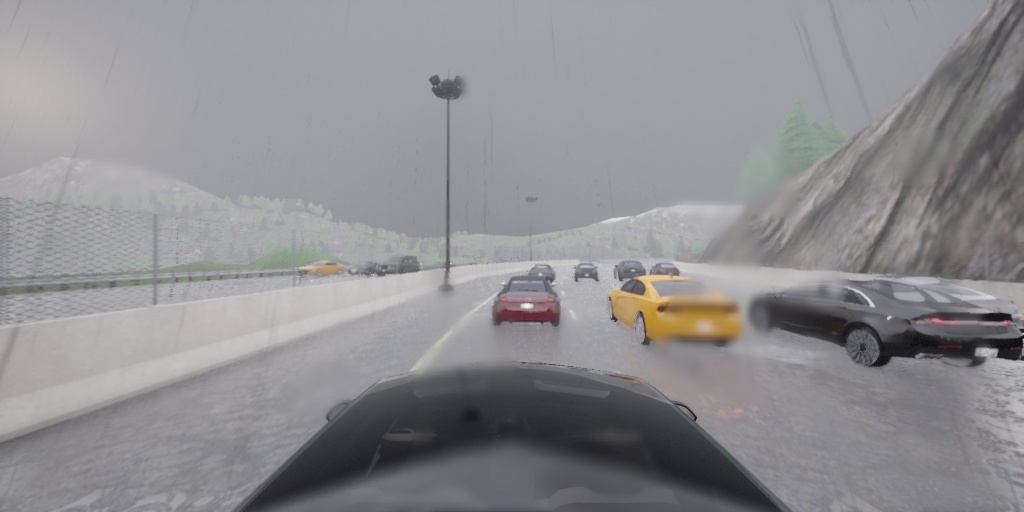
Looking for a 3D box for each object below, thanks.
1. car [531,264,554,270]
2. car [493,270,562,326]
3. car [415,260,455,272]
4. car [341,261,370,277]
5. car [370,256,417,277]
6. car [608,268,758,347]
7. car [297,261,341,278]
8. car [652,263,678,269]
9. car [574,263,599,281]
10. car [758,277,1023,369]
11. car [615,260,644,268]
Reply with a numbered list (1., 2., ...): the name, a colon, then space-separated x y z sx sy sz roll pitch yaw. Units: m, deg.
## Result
1. car: 2.425 1.339 28.661 1.994 1.385 4.181 0 0 9
2. car: 0.526 1.323 11.705 1.994 1.385 4.181 0 0 3
3. car: -7.240 1.304 35.611 2.033 1.411 5.357 0 0 11
4. car: -14.284 1.232 35.810 2.128 1.511 4.902 0 0 11
5. car: -10.945 0.969 34.718 2.150 2.045 5.566 0 0 11
6. car: 3.889 1.243 9.477 1.882 1.535 5.008 0 0 3
7. car: -18.119 1.207 34.198 1.882 1.535 5.008 0 0 10
8. car: 13.711 1.331 32.256 1.812 1.442 4.674 0 0 11
9. car: 6.211 1.311 30.157 1.812 1.442 4.674 0 0 10
10. car: 7.320 1.264 7.873 2.128 1.511 4.902 0 0 2
11. car: 9.721 1.146 29.813 2.097 1.767 4.553 0 0 10
